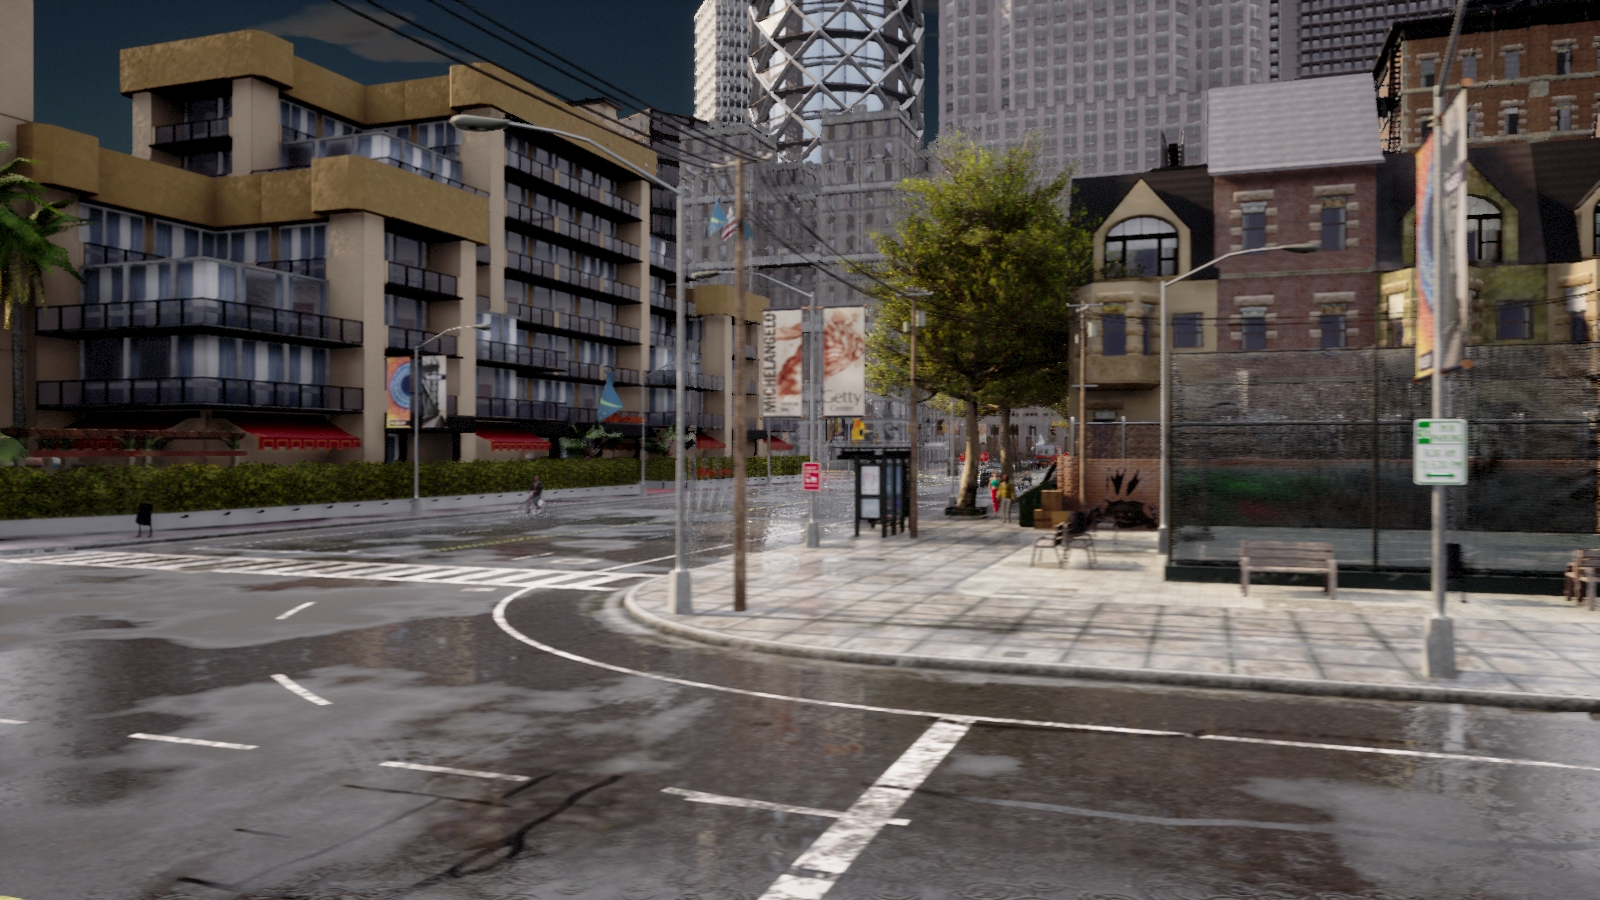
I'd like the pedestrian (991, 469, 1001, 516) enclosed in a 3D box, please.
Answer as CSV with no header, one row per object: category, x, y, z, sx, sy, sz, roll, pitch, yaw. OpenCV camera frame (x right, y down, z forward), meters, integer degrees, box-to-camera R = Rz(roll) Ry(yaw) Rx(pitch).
pedestrian,7.818,1.699,45.540,0.375,1.860,0.375,0,0,11

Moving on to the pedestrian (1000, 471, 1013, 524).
pedestrian,7.339,1.696,40.597,0.375,1.860,0.375,0,0,26

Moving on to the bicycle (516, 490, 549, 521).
bicycle,-10.750,2.210,45.939,0.329,1.171,1.835,0,0,20
